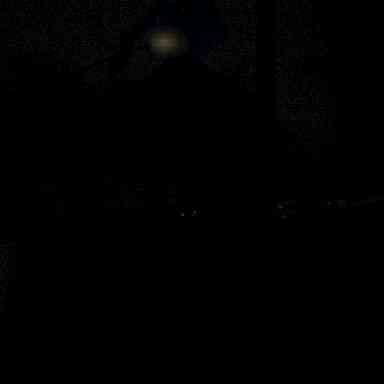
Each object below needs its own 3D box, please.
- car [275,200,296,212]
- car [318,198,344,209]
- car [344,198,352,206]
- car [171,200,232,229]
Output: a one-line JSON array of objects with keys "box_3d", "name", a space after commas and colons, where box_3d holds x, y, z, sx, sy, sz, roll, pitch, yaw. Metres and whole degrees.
[{"box_3d": [11.356, 1.741, 41.311, 1.837, 1.490, 4.892, -4, -2, 36], "name": "car"}, {"box_3d": [19.334, 1.613, 46.972, 2.033, 1.411, 5.357, -4, -2, 36], "name": "car"}, {"box_3d": [24.812, 1.603, 54.626, 1.994, 1.385, 4.181, -4, -2, 36], "name": "car"}, {"box_3d": [0.710, 1.368, 21.387, 2.097, 1.767, 4.553, -4, -2, 36], "name": "car"}]
